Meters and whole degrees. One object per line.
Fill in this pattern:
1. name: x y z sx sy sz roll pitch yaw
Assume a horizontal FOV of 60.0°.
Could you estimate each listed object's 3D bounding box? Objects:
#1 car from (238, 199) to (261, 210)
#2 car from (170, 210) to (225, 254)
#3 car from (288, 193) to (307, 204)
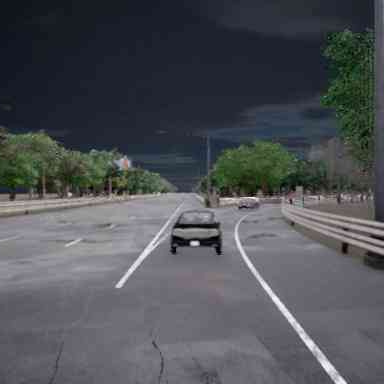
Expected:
1. car: 7.267 1.535 42.015 2.033 1.411 5.357 0 0 24
2. car: 0.276 1.489 13.441 2.128 1.511 4.902 0 0 4
3. car: 20.013 1.190 62.538 2.150 2.045 5.566 0 0 40
